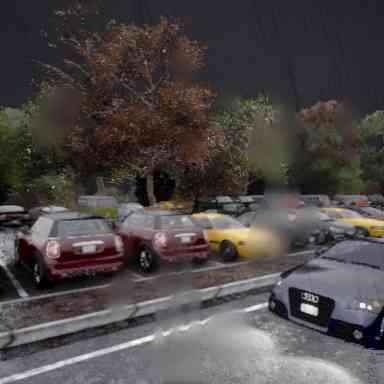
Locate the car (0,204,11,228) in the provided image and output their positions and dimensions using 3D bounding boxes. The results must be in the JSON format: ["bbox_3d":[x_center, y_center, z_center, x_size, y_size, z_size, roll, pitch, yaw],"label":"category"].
[{"bbox_3d":[-11.177,1.483,20.306,2.097,1.535,5.008,0,0,-36],"label":"car"}]

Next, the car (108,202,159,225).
[{"bbox_3d":[-4.522,1.544,25.073,2.002,1.452,4.674,0,0,-36],"label":"car"}]

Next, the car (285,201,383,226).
[{"bbox_3d":[7.723,1.516,17.516,1.946,1.575,5.366,0,0,-36],"label":"car"}]

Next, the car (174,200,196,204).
[{"bbox_3d":[-2.162,1.512,26.749,2.097,1.535,5.008,0,0,-36],"label":"car"}]

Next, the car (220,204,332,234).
[{"bbox_3d":[3.102,1.506,14.433,2.231,1.521,4.892,0,0,-36],"label":"car"}]

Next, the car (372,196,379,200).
[{"bbox_3d":[22.635,1.680,44.443,2.163,1.488,4.792,1,0,-36],"label":"car"}]

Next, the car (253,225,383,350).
[{"bbox_3d":[3.359,1.559,6.098,4.181,1.385,1.994,0,0,-36],"label":"car"}]

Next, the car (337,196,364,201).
[{"bbox_3d":[17.993,1.624,41.196,2.163,1.488,4.792,1,0,-36],"label":"car"}]

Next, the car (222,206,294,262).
[{"bbox_3d":[0.947,1.495,12.673,1.946,1.575,5.366,0,0,-36],"label":"car"}]

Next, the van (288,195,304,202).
[{"bbox_3d":[9.037,1.321,34.903,1.878,1.987,4.442,0,0,-36],"label":"van"}]

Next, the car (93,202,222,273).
[{"bbox_3d":[-1.401,1.365,11.185,2.185,1.767,4.553,0,0,-36],"label":"car"}]

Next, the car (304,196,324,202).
[{"bbox_3d":[11.354,1.554,36.422,2.097,1.535,5.008,0,0,-36],"label":"car"}]

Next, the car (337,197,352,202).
[{"bbox_3d":[15.846,1.606,39.661,2.163,1.488,4.792,0,0,-36],"label":"car"}]

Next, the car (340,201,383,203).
[{"bbox_3d":[12.150,1.563,20.872,2.163,1.488,4.792,0,0,-36],"label":"car"}]

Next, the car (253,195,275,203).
[{"bbox_3d":[4.614,1.281,31.564,2.435,2.045,5.566,0,0,-36],"label":"car"}]

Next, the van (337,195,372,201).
[{"bbox_3d":[20.198,1.394,42.880,1.878,1.987,4.442,1,0,-36],"label":"van"}]

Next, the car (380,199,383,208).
[{"bbox_3d":[31.633,1.814,50.905,2.002,1.452,4.674,1,0,-36],"label":"car"}]

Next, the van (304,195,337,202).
[{"bbox_3d":[13.688,1.338,37.950,1.878,1.987,4.442,0,0,-36],"label":"van"}]

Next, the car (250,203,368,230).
[{"bbox_3d":[5.353,1.513,16.058,2.231,1.521,4.892,0,0,-36],"label":"car"}]

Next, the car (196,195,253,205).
[{"bbox_3d":[2.360,1.274,29.953,2.435,2.045,5.566,0,0,-36],"label":"car"}]

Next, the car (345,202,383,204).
[{"bbox_3d":[9.891,1.556,19.257,2.163,1.488,4.792,0,0,-36],"label":"car"}]

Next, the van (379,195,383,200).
[{"bbox_3d":[16.582,1.321,24.219,1.878,1.987,4.442,0,0,-36],"label":"van"}]

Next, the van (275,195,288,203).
[{"bbox_3d":[6.918,1.314,33.102,1.878,1.987,4.442,0,0,-36],"label":"van"}]

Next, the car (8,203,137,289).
[{"bbox_3d":[-3.659,1.358,9.571,2.185,1.767,4.553,0,0,-36],"label":"car"}]

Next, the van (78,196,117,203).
[{"bbox_3d":[-6.842,1.272,23.555,1.878,1.987,4.442,0,0,-36],"label":"van"}]

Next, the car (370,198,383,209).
[{"bbox_3d":[29.486,1.740,49.146,1.946,1.575,5.366,1,0,-36],"label":"car"}]
